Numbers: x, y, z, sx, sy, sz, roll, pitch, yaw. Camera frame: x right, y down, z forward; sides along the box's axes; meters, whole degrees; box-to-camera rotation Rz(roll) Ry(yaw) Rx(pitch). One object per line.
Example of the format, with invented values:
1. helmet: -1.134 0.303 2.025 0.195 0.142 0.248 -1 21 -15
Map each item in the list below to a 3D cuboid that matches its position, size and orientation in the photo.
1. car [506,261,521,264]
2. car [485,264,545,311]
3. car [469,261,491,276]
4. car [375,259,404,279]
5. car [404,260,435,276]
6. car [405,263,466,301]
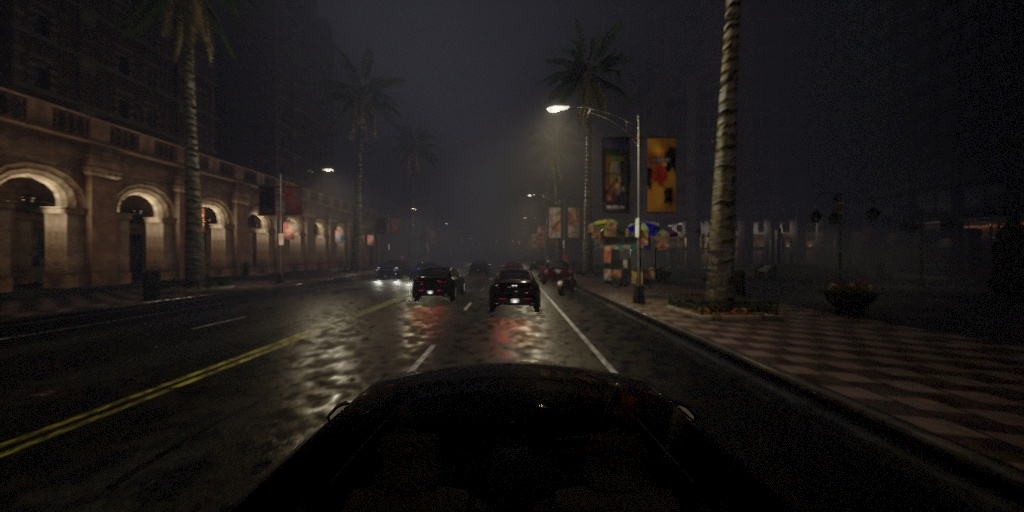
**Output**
1. car: 0.140 1.227 33.004 1.882 1.535 5.008 0 0 1
2. car: 0.099 1.255 14.444 1.837 1.490 4.892 0 0 0
3. car: -3.306 1.227 37.436 1.882 1.535 5.008 0 0 1
4. car: -10.560 1.102 32.222 2.097 1.767 4.553 0 0 0
5. car: -7.074 1.228 29.735 1.882 1.535 5.008 0 0 0
6. car: -3.400 1.255 17.313 1.837 1.490 4.892 0 0 0
